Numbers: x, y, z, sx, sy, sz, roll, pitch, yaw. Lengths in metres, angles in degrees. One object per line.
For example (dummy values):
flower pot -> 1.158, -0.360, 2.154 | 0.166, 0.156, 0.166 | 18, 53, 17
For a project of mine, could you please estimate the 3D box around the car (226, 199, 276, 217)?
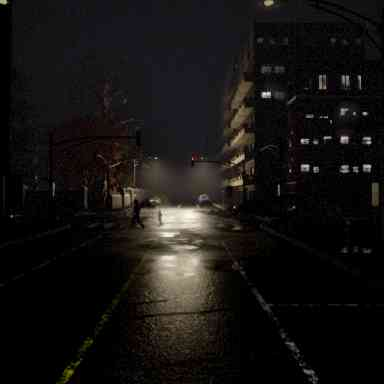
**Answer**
car -> 5.650, 1.447, 31.861 | 4.553, 1.767, 2.097 | 2, 0, -12

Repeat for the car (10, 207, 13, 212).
car -> -18.585, 1.256, 28.960 | 5.357, 1.411, 2.033 | 1, 0, -1

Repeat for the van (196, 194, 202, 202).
van -> 2.112, 1.393, 58.862 | 1.690, 1.788, 3.998 | 0, 0, -1

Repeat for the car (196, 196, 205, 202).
car -> 1.943, 1.635, 75.751 | 2.008, 1.369, 4.403 | 0, 0, -1

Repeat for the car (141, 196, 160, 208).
car -> -6.157, 1.601, 47.518 | 1.947, 1.339, 4.313 | 0, 0, -1

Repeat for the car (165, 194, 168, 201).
car -> -6.324, 1.377, 64.409 | 2.192, 1.841, 5.009 | 0, 0, -1

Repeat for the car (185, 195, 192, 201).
car -> -0.856, 1.486, 86.708 | 1.837, 1.490, 4.892 | 0, 0, -1

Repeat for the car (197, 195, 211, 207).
car -> 2.167, 1.588, 53.231 | 1.887, 1.381, 4.507 | 0, 0, -1

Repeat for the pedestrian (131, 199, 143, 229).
pedestrian -> -3.310, 1.301, 20.016 | 0.375, 1.860, 0.375 | 0, 0, -1

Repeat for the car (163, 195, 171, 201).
car -> -6.547, 1.550, 86.928 | 1.967, 1.590, 4.097 | 0, 0, -1

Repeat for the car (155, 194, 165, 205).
car -> -6.266, 1.577, 58.609 | 1.752, 1.417, 4.829 | 0, 0, -1

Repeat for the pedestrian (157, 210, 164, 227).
pedestrian -> -1.987, 1.677, 21.227 | 0.500, 1.100, 0.500 | 0, 0, -1

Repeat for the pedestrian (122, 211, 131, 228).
pedestrian -> -4.106, 1.674, 20.689 | 0.500, 1.100, 0.500 | 0, 0, -1

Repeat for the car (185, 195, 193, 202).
car -> -0.754, 1.624, 76.289 | 2.033, 1.411, 5.357 | 0, 0, -1

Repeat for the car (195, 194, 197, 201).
car -> 2.000, 1.513, 70.121 | 1.967, 1.590, 4.097 | 0, 0, -1

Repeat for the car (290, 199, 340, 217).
car -> 13.118, 1.619, 35.386 | 5.009, 1.841, 2.192 | 1, -1, -1

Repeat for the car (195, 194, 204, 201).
car -> 1.833, 1.425, 87.011 | 2.192, 1.841, 5.009 | 0, 0, -1

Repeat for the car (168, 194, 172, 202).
car -> -6.492, 1.537, 81.299 | 1.967, 1.590, 4.097 | 0, 0, -1

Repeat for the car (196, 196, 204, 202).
car -> 1.888, 1.642, 81.381 | 1.887, 1.381, 4.507 | 0, 0, -1
